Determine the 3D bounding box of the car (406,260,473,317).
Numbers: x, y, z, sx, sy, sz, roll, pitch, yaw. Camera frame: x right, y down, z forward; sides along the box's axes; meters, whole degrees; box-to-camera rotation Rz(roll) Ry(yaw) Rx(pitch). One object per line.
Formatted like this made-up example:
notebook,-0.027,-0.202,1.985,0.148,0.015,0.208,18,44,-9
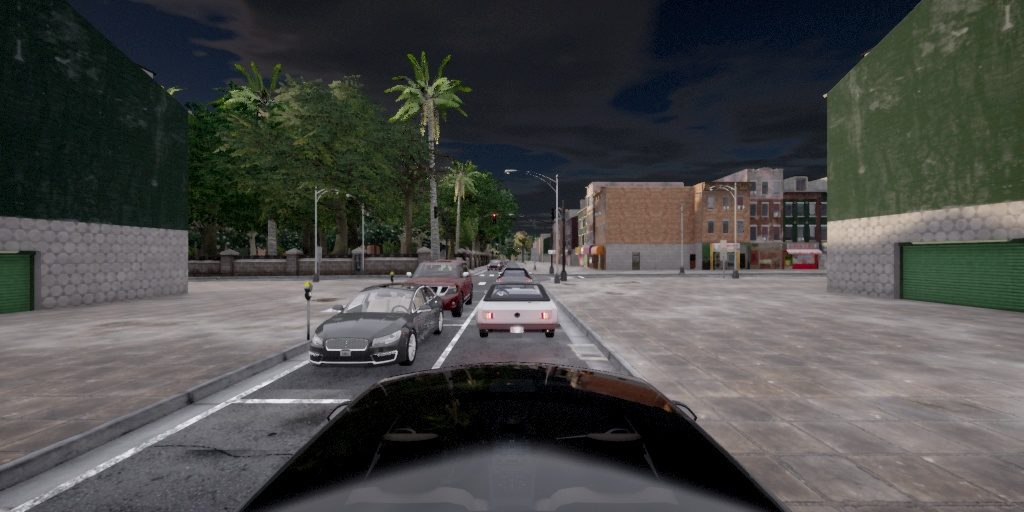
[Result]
car,-2.605,1.069,13.305,2.192,1.841,5.009,0,0,0

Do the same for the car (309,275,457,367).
car,-2.621,1.301,7.842,2.007,1.370,4.403,0,0,0

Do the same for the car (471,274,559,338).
car,0.124,1.353,10.183,1.895,1.301,4.718,0,0,0

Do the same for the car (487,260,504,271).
car,-2.493,1.295,51.451,1.967,1.591,4.097,0,0,0

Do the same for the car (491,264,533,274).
car,0.159,1.325,19.355,1.994,1.385,4.181,0,0,2
